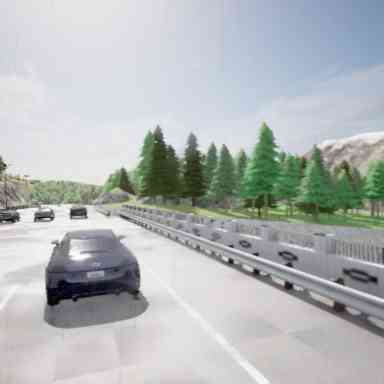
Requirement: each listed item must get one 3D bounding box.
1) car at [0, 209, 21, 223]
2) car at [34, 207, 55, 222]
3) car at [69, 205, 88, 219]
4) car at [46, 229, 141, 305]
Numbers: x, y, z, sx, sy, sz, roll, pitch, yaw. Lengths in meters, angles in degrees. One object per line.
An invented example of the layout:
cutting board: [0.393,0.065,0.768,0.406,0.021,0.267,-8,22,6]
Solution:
car: [-19.096,2.481,34.393,2.033,1.411,5.357,-2,-1,-19]
car: [-15.961,2.377,36.045,2.033,1.411,5.357,-2,-1,-19]
car: [-13.203,2.229,38.731,1.882,1.535,5.008,-2,0,-19]
car: [-2.598,1.647,8.570,1.994,1.385,4.181,-2,0,-19]
